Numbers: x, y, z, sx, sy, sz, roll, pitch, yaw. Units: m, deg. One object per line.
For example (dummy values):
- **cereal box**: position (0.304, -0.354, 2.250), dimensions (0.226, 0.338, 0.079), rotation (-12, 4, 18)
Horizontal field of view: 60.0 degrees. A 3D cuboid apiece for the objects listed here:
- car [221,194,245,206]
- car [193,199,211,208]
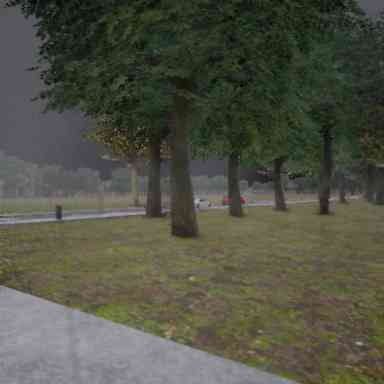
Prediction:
- **car**: position (7.143, 1.396, 57.842), dimensions (2.150, 2.045, 5.566), rotation (0, 0, 36)
- **car**: position (1.000, 1.697, 49.186), dimensions (1.812, 1.442, 4.674), rotation (0, -1, 36)
